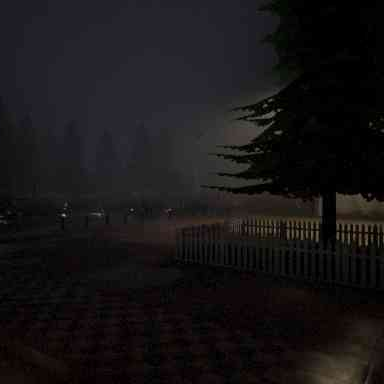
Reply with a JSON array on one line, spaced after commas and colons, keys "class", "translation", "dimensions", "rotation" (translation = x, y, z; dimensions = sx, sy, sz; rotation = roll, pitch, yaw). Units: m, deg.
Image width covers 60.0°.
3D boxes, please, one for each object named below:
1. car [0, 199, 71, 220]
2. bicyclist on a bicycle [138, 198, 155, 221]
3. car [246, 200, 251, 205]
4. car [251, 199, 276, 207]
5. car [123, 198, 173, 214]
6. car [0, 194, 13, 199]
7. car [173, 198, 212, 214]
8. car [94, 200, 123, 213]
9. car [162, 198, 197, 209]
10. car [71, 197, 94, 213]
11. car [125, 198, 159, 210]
[{"class": "car", "translation": [-13.661, 1.546, 28.817], "dimensions": [2.033, 1.411, 5.357], "rotation": [0, 0, 35]}, {"class": "bicyclist on a bicycle", "translation": [-3.355, 1.302, 24.352], "dimensions": [1.656, 1.620, 0.582], "rotation": [0, 0, 35]}, {"class": "car", "translation": [10.890, 1.561, 56.904], "dimensions": [1.994, 1.385, 4.181], "rotation": [0, 0, 35]}, {"class": "car", "translation": [11.402, 1.504, 51.592], "dimensions": [1.837, 1.490, 4.892], "rotation": [0, 0, 35]}, {"class": "car", "translation": [-4.573, 1.504, 35.196], "dimensions": [1.837, 1.490, 4.892], "rotation": [0, 0, 35]}, {"class": "car", "translation": [-18.148, 1.221, 28.551], "dimensions": [2.150, 2.045, 5.566], "rotation": [0, 0, 35]}, {"class": "car", "translation": [0.060, 1.546, 35.670], "dimensions": [2.033, 1.411, 5.357], "rotation": [0, 0, 35]}, {"class": "car", "translation": [-7.817, 1.546, 37.015], "dimensions": [2.033, 1.411, 5.357], "rotation": [0, 0, 35]}, {"class": "car", "translation": [-1.650, 1.546, 45.645], "dimensions": [2.033, 1.411, 5.357], "rotation": [0, 0, 36]}, {"class": "car", "translation": [-12.549, 1.351, 36.406], "dimensions": [2.097, 1.767, 4.553], "rotation": [0, 0, 36]}, {"class": "car", "translation": [-6.605, 1.524, 44.741], "dimensions": [1.812, 1.442, 4.674], "rotation": [0, 0, 36]}]
